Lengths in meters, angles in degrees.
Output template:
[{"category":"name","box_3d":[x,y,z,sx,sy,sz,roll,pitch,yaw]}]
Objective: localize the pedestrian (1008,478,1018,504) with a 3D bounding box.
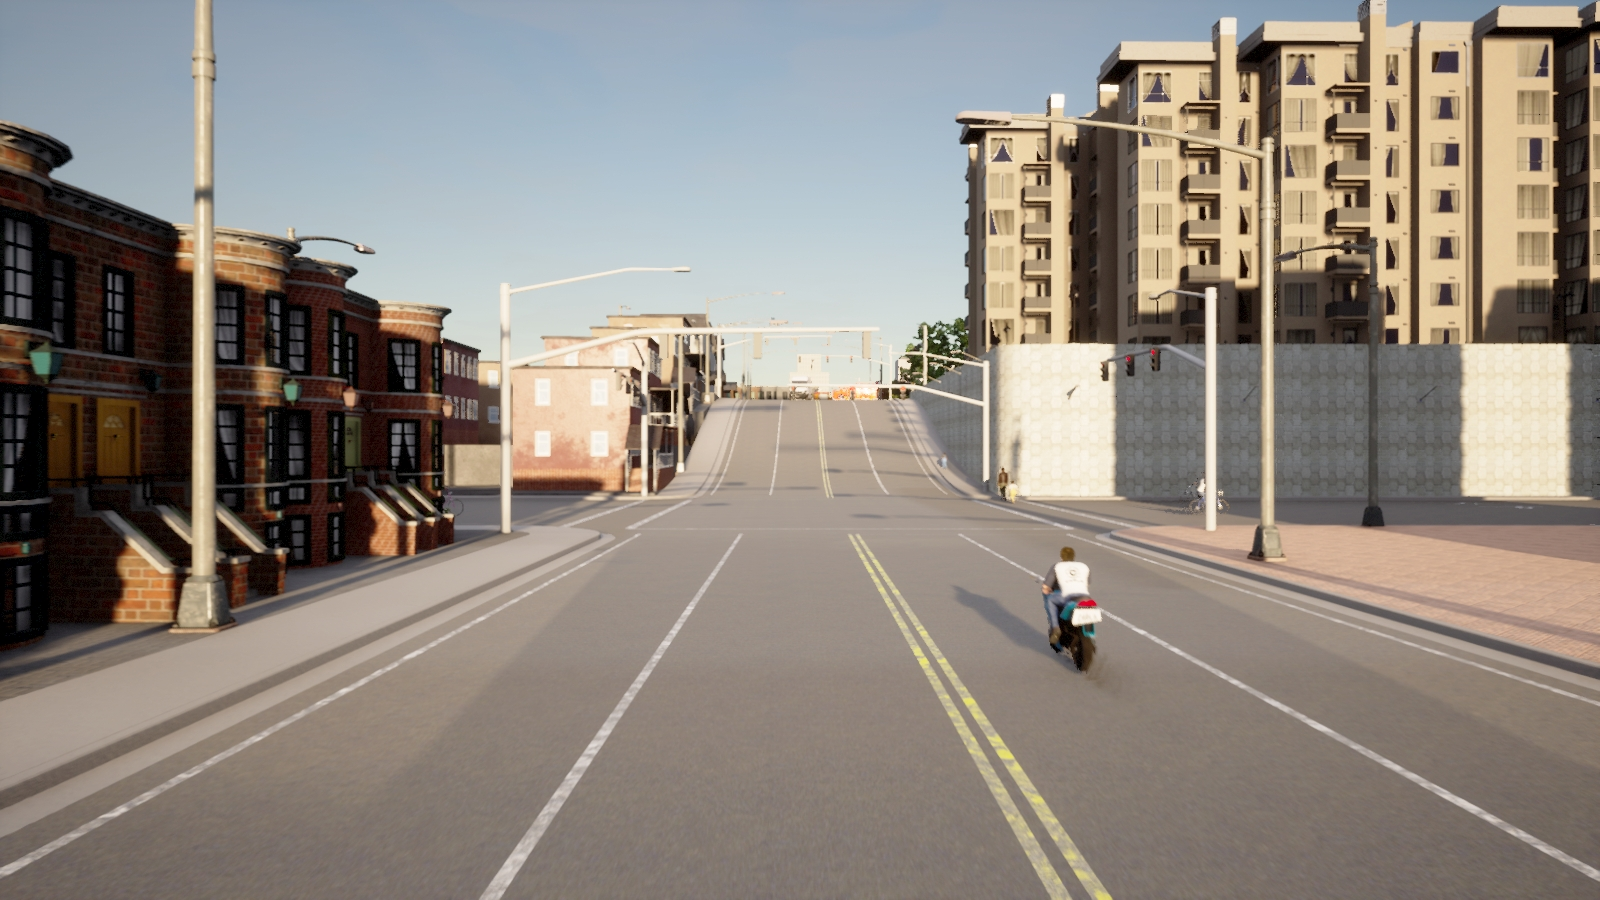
[{"category":"pedestrian","box_3d":[10.885,2.089,58.444,0.375,1.300,0.375,0,0,-11]}]

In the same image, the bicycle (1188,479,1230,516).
[{"category":"bicycle","box_3d":[17.194,2.011,48.058,1.643,1.521,0.373,0,0,2]}]

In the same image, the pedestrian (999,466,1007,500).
[{"category":"pedestrian","box_3d":[11.046,1.806,62.178,0.375,1.860,0.375,0,0,-5]}]

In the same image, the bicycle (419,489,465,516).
[{"category":"bicycle","box_3d":[-15.027,2.200,48.001,1.835,1.126,0.329,0,0,0]}]

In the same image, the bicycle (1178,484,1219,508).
[{"category":"bicycle","box_3d":[19.143,2.195,54.878,1.835,1.126,0.329,0,0,0]}]

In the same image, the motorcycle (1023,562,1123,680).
[{"category":"motorcycle","box_3d":[3.499,2.162,14.825,0.803,1.224,2.033,0,0,0]}]
